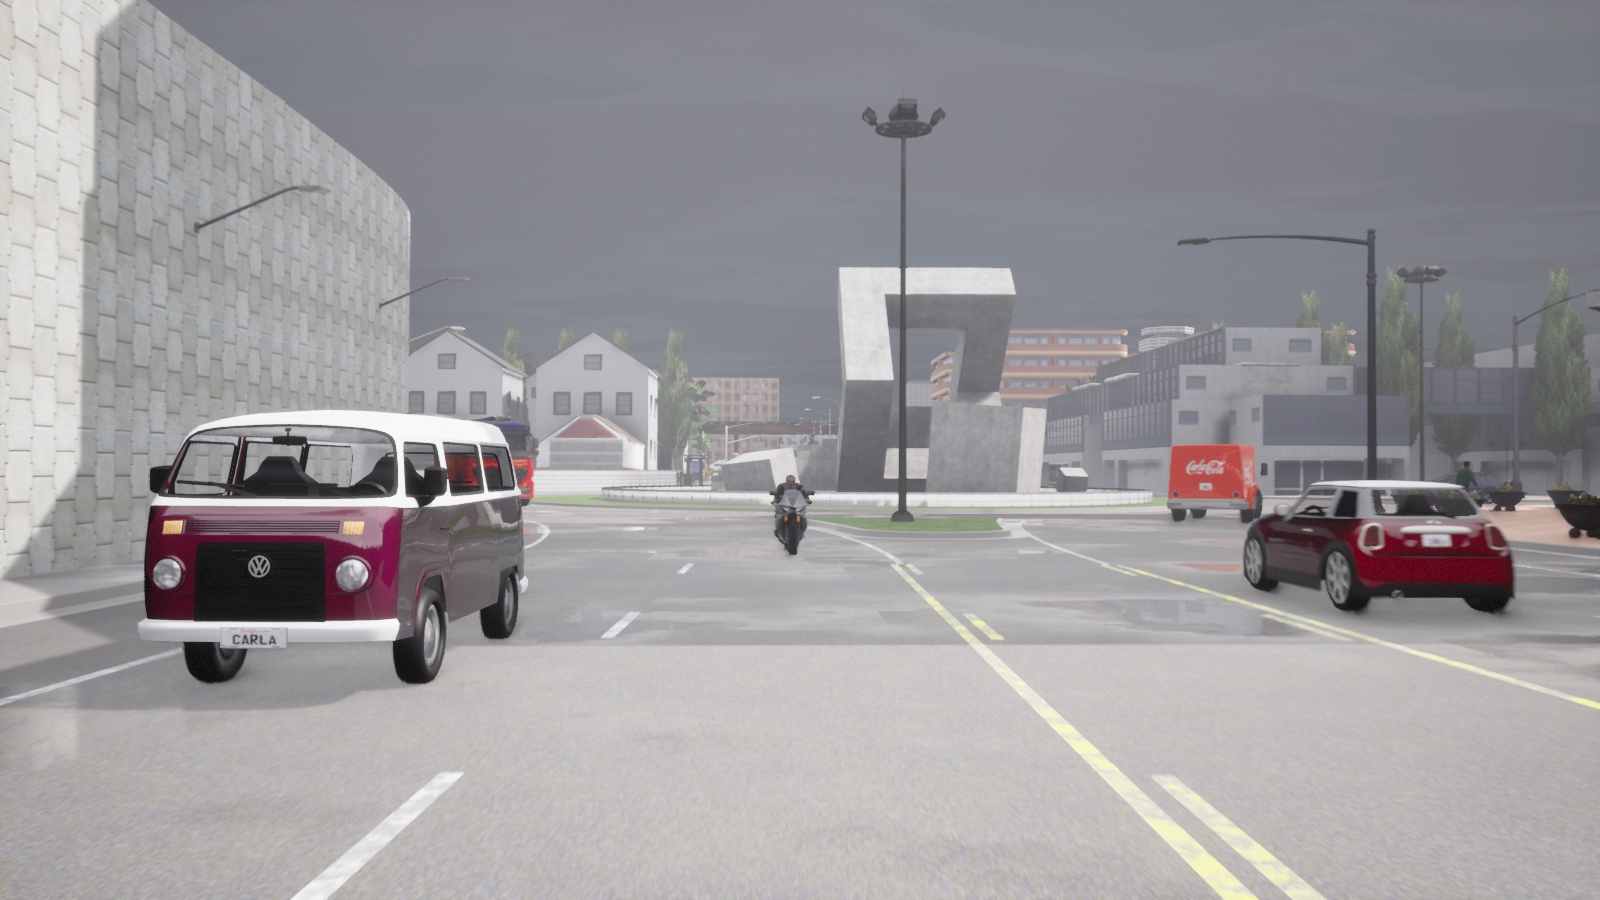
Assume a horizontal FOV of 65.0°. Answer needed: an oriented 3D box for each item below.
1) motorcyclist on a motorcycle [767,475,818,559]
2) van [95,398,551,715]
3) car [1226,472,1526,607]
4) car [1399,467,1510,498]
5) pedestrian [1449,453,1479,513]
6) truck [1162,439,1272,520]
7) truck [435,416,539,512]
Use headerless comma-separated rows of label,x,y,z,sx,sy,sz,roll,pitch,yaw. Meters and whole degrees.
motorcyclist on a motorcycle,-0.165,1.254,24.110,0.866,1.530,2.191,0,-1,-3
van,-3.526,0.726,10.364,2.069,2.038,4.480,0,-1,0
car,6.961,1.015,15.676,1.970,1.475,3.806,0,-1,0
car,34.828,1.726,66.965,4.856,1.649,2.033,0,-1,11
pedestrian,21.815,1.073,41.241,0.788,1.949,0.423,0,-1,-17
truck,13.874,0.968,41.557,2.627,2.467,5.204,-1,-1,28
truck,-13.700,0.616,54.463,2.891,3.827,8.468,0,-1,-24
